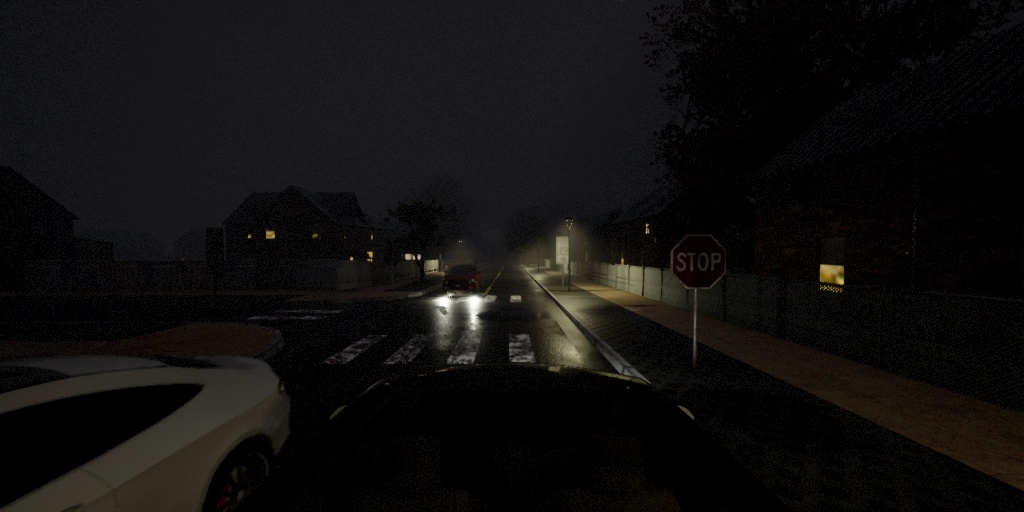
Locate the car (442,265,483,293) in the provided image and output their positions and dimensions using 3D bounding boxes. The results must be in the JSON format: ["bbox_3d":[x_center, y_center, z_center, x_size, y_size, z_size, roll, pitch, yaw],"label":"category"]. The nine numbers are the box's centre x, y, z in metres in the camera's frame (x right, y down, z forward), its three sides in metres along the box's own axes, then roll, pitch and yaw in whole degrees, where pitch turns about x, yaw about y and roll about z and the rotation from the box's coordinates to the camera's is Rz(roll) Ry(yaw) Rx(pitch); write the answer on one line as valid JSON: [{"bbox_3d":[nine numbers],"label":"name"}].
[{"bbox_3d":[-2.780,1.245,20.895,1.882,1.535,5.008,0,0,0],"label":"car"}]

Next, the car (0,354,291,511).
[{"bbox_3d":[-2.747,1.278,1.196,1.812,1.442,4.674,0,0,0],"label":"car"}]
